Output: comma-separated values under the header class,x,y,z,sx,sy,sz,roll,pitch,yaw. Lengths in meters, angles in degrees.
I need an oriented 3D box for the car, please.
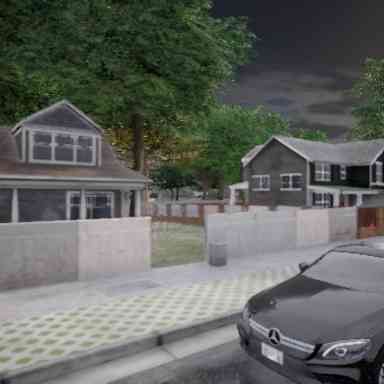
class,x,y,z,sx,sy,sz,roll,pitch,yaw
car,2.798,1.550,5.059,4.674,1.442,1.812,0,0,-35
